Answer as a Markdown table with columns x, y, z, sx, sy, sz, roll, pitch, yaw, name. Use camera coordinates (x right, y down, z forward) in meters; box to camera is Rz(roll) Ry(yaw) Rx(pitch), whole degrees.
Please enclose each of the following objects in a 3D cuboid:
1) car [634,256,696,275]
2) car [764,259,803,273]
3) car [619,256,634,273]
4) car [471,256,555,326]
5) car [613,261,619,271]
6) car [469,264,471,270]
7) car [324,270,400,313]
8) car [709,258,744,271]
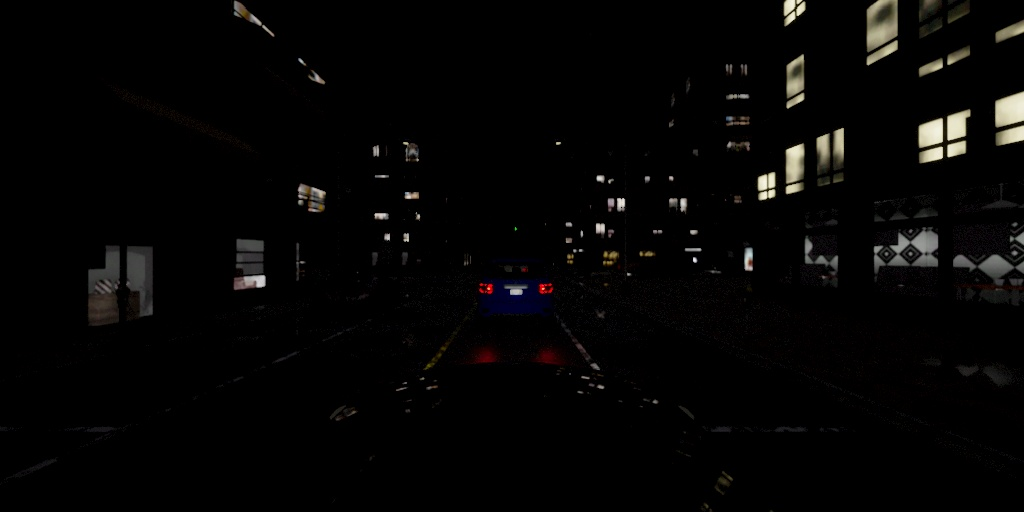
| x | y | z | sx | sy | sz | roll | pitch | yaw | name |
| --- | --- | --- | --- | --- | --- | --- | --- | --- | --- |
| 14.732 | 0.895 | 34.204 | 5.009 | 1.841 | 2.192 | 0 | 0 | 0 | car |
| 25.826 | 0.940 | 34.294 | 4.313 | 1.339 | 1.948 | 0 | 0 | 0 | car |
| 14.983 | 1.063 | 39.999 | 5.008 | 1.535 | 1.882 | -1 | 0 | -1 | car |
| 0.106 | 1.010 | 11.917 | 2.150 | 2.045 | 5.566 | 0 | 0 | 0 | car |
| 14.603 | 0.911 | 42.583 | 5.009 | 1.841 | 2.192 | 0 | 0 | 0 | car |
| -5.654 | 1.527 | 56.259 | 1.948 | 1.339 | 4.313 | 0 | 0 | 0 | car |
| -5.732 | 1.377 | 14.236 | 1.802 | 1.307 | 4.207 | 0 | 0 | 0 | car |
| 25.362 | 0.939 | 40.081 | 5.357 | 1.411 | 2.033 | -1 | 0 | 0 | car |
